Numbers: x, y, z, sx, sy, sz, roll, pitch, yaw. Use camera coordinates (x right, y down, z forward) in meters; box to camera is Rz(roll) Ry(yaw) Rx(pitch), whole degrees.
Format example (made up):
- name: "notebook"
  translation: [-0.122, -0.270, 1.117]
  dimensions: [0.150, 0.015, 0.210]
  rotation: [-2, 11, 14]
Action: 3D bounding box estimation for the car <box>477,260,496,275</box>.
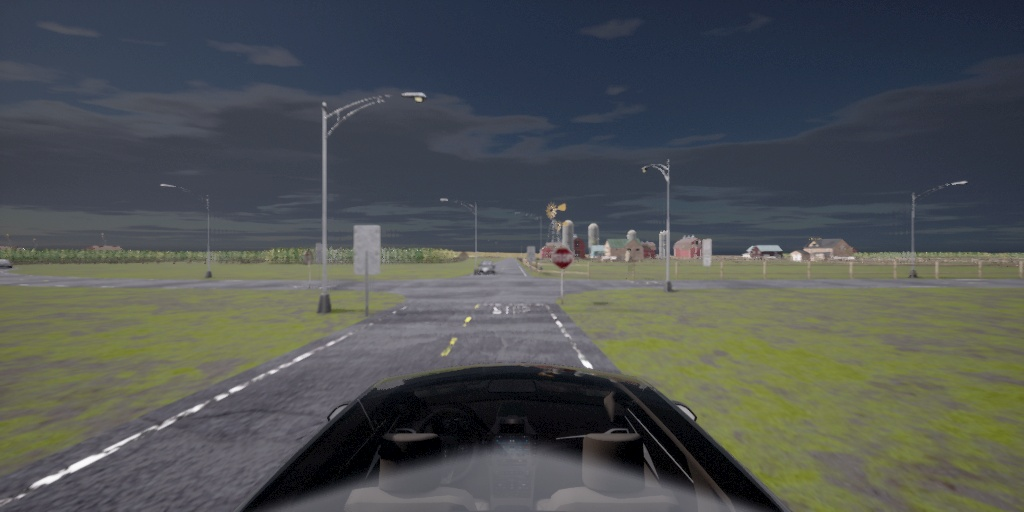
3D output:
- name: "car"
  translation: [-2.742, 1.239, 39.401]
  dimensions: [2.128, 1.511, 4.902]
  rotation: [0, 1, 0]
